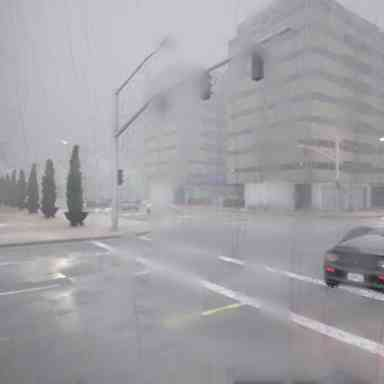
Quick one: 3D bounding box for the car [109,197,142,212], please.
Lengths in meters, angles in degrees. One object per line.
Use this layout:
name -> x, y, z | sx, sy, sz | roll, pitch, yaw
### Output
car -> -8.159, 1.677, 41.041 | 1.895, 1.301, 4.718 | 0, 0, -35

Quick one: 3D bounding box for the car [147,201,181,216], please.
car -> -2.959, 1.602, 33.597 | 1.812, 1.442, 4.674 | 0, 0, -35

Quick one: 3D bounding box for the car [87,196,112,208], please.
car -> -13.923, 1.428, 49.317 | 2.097, 1.767, 4.553 | 0, 0, -36

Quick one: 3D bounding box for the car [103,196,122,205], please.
car -> -15.380, 1.614, 63.885 | 1.837, 1.490, 4.892 | 0, 0, -35

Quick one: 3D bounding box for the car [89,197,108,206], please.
car -> -16.831, 1.657, 59.912 | 1.994, 1.385, 4.181 | 0, 0, -35

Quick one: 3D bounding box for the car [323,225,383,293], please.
car -> 4.864, 1.565, 8.427 | 1.812, 1.442, 4.674 | 0, 0, 42
